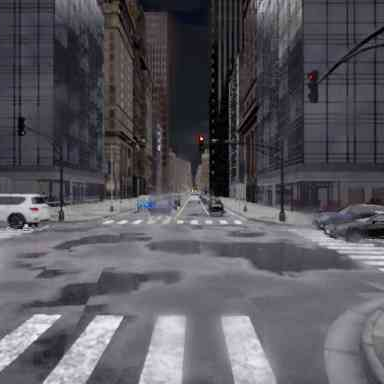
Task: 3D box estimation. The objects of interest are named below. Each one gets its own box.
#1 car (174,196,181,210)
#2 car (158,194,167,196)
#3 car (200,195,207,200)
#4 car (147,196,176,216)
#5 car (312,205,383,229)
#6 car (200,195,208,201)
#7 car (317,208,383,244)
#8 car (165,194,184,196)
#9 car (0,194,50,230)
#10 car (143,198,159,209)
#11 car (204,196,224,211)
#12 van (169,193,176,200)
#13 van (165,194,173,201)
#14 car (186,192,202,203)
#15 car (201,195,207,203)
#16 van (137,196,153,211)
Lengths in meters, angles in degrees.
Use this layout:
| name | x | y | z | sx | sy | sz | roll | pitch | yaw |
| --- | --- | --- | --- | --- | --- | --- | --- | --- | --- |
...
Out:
| name | x | y | z | sx | sy | sz | roll | pitch | yaw |
| --- | --- | --- | --- | --- | --- | --- | --- | --- | --- |
| car | -2.877 | 1.563 | 43.012 | 1.994 | 1.385 | 4.181 | 0 | 0 | 1 |
| car | -5.572 | 1.425 | 57.497 | 1.967 | 1.590 | 4.097 | 0 | 0 | 0 |
| car | 3.148 | 1.472 | 91.343 | 2.008 | 1.369 | 4.403 | 0 | 0 | 0 |
| car | -2.949 | 1.481 | 33.053 | 1.882 | 1.535 | 5.008 | 0 | 0 | 0 |
| car | 9.639 | 1.533 | 19.945 | 4.553 | 1.767 | 2.097 | 1 | 0 | 3 |
| car | 3.115 | 1.515 | 85.695 | 1.802 | 1.307 | 4.206 | 0 | 0 | 0 |
| car | 8.914 | 1.680 | 16.285 | 4.674 | 1.442 | 1.812 | 1 | 0 | -4 |
| car | -2.749 | 1.537 | 53.365 | 2.033 | 1.411 | 5.357 | 0 | 0 | 1 |
| car | -11.457 | 1.119 | 19.881 | 5.566 | 2.045 | 2.150 | 1 | 0 | 0 |
| car | -5.638 | 1.578 | 46.200 | 1.802 | 1.307 | 4.206 | 0 | 0 | 0 |
| car | 2.855 | 1.566 | 40.503 | 1.947 | 1.339 | 4.313 | 0 | 0 | 0 |
| van | -5.376 | 1.263 | 91.388 | 1.690 | 1.788 | 3.998 | 0 | 0 | 0 |
| van | -5.441 | 1.287 | 80.092 | 1.690 | 1.788 | 3.998 | 0 | 0 | 0 |
| car | 0.433 | 1.192 | 66.868 | 2.150 | 2.045 | 5.566 | 0 | 0 | 0 |
| car | 2.952 | 1.567 | 57.450 | 1.802 | 1.307 | 4.206 | 0 | 0 | 0 |
| van | -5.669 | 1.341 | 40.551 | 1.690 | 1.788 | 3.998 | 0 | 0 | 0 |
